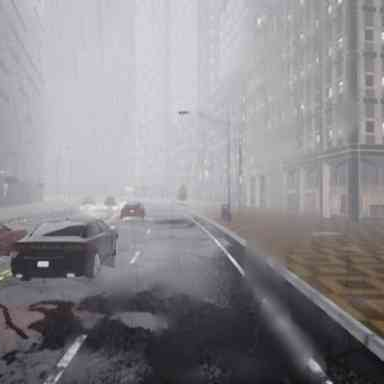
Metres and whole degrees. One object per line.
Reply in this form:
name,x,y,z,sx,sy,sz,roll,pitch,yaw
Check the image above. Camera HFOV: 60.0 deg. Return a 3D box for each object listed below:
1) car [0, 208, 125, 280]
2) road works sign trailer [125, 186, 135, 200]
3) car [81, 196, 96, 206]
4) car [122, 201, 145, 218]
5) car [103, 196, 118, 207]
car,-3.460,1.464,9.966,1.882,1.535,5.008,0,0,-2
road works sign trailer,-16.317,0.307,86.347,2.380,3.560,2.880,0,0,-22
car,-15.748,1.360,50.823,1.882,1.535,5.008,0,0,-13
car,-5.141,1.514,29.187,1.994,1.385,4.181,0,0,-7
car,-12.233,1.401,49.980,1.837,1.490,4.892,0,0,-12
